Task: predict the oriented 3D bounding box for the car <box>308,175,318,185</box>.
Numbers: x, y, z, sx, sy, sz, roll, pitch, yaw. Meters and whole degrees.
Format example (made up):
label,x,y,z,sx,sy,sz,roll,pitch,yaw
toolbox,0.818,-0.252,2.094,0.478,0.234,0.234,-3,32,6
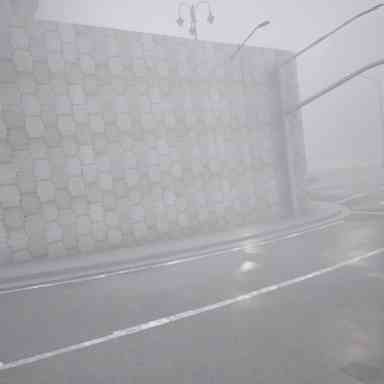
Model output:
label,x,y,z,sx,sy,sz,roll,pitch,yaw
car,9.731,-1.296,33.163,2.033,1.411,5.357,-11,7,-35
